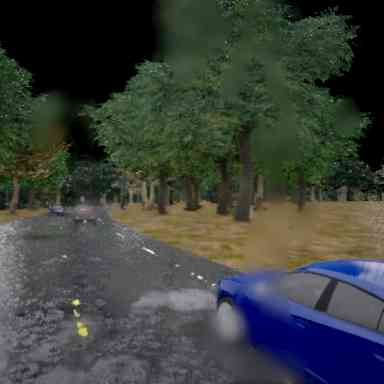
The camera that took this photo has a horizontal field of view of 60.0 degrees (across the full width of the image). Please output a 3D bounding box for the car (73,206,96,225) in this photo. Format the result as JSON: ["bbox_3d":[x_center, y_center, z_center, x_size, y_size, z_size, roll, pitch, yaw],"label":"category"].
[{"bbox_3d":[-9.971,2.282,30.813,1.895,1.301,4.718,1,-1,-19],"label":"car"}]

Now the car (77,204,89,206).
[{"bbox_3d":[-13.519,2.230,41.380,2.097,1.767,4.553,0,-1,-16],"label":"car"}]

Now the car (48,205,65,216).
[{"bbox_3d":[-18.233,2.482,45.015,2.033,1.411,5.357,0,-1,-16],"label":"car"}]

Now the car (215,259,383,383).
[{"bbox_3d":[2.025,1.591,4.151,1.882,1.535,5.008,1,-2,-23],"label":"car"}]
